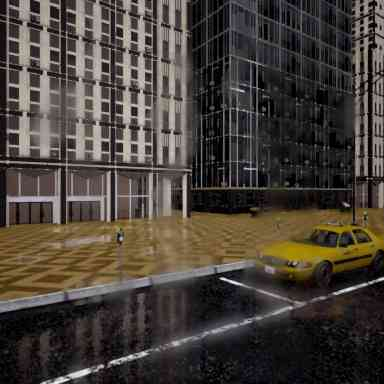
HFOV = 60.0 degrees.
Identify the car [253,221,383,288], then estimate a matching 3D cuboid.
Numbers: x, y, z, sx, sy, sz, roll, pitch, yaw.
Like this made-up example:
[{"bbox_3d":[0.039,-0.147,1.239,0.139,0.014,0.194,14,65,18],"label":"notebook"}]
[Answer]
[{"bbox_3d":[3.808,1.526,9.264,4.829,1.417,1.752,0,0,-35],"label":"car"}]
